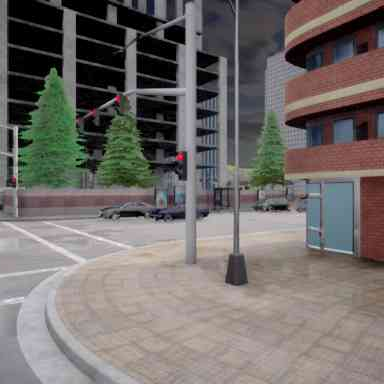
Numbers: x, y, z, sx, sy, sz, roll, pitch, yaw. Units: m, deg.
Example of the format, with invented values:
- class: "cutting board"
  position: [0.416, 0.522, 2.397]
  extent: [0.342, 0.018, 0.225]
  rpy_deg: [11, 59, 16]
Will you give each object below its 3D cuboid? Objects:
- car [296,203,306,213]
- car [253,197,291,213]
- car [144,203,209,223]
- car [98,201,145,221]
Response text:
- class: "car"
  position: [13.397, 1.581, 36.496]
  extent: [4.674, 1.442, 1.812]
  rpy_deg: [0, 0, -35]
- class: "car"
  position: [9.099, 1.408, 37.763]
  extent: [4.553, 1.767, 2.097]
  rpy_deg: [0, 0, -35]
- class: "car"
  position: [-1.018, 1.656, 26.340]
  extent: [4.718, 1.301, 1.895]
  rpy_deg: [0, 0, -35]
- class: "car"
  position: [-5.280, 1.546, 27.617]
  extent: [4.902, 1.511, 2.128]
  rpy_deg: [0, 0, -35]
